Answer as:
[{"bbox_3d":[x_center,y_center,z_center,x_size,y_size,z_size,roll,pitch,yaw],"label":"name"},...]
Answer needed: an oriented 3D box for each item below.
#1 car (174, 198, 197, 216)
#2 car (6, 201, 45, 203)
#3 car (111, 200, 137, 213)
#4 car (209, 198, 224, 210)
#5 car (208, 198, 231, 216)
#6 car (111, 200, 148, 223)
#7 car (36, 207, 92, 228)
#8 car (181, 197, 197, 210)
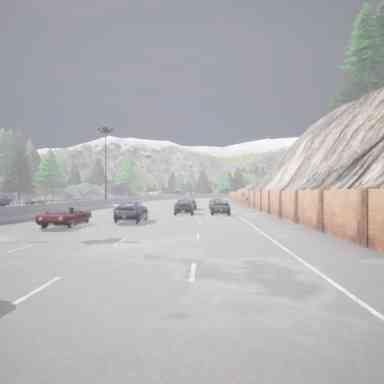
[{"bbox_3d":[-0.744,1.505,33.020,1.837,1.490,4.892,0,0,2],"label":"car"},{"bbox_3d":[-18.202,1.210,37.103,1.895,1.301,4.718,0,0,2],"label":"car"},{"bbox_3d":[-7.577,1.600,37.581,1.895,1.301,4.718,0,0,2],"label":"car"},{"bbox_3d":[3.135,1.525,43.185,1.812,1.442,4.674,0,0,2],"label":"car"},{"bbox_3d":[2.749,1.491,32.742,2.128,1.511,4.902,0,0,2],"label":"car"},{"bbox_3d":[-4.538,1.492,25.167,2.128,1.511,4.902,0,0,2],"label":"car"},{"bbox_3d":[-8.169,1.600,21.723,1.895,1.301,4.718,0,0,2],"label":"car"},{"bbox_3d":[-0.356,1.477,43.457,1.882,1.535,5.008,0,0,2],"label":"car"}]
